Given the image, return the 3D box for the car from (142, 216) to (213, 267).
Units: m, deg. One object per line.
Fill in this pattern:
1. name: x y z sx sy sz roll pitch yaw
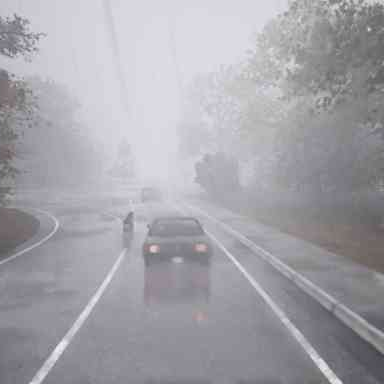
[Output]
1. car: -0.539 1.423 10.862 1.895 1.301 4.718 0 2 -5

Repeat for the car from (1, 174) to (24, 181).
1. car: -37.003 -3.069 67.928 1.882 1.535 5.008 3 5 34

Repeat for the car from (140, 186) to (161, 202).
1. car: -3.937 0.136 31.880 2.033 1.411 5.357 -1 5 -9
